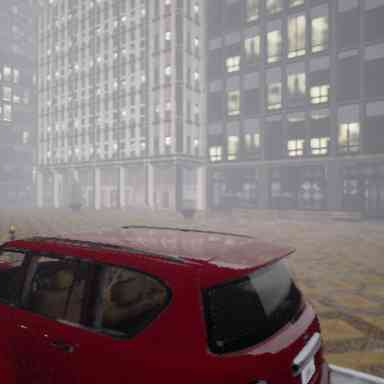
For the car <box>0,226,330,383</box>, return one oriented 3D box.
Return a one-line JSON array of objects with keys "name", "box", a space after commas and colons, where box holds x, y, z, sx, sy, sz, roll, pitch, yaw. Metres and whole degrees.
[{"name": "car", "box": [-1.145, 1.325, 3.683, 5.009, 1.841, 2.192, 0, 0, 35]}]
